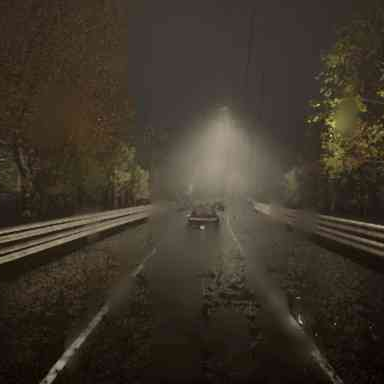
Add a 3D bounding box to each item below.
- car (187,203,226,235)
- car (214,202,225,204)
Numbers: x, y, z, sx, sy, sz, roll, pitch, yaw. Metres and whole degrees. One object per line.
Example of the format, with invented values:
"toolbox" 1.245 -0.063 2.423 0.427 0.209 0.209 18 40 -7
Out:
"car" 0.755 1.677 20.074 2.128 1.511 4.902 0 0 4
"car" 3.695 2.033 47.226 1.994 1.385 4.181 0 -1 9
